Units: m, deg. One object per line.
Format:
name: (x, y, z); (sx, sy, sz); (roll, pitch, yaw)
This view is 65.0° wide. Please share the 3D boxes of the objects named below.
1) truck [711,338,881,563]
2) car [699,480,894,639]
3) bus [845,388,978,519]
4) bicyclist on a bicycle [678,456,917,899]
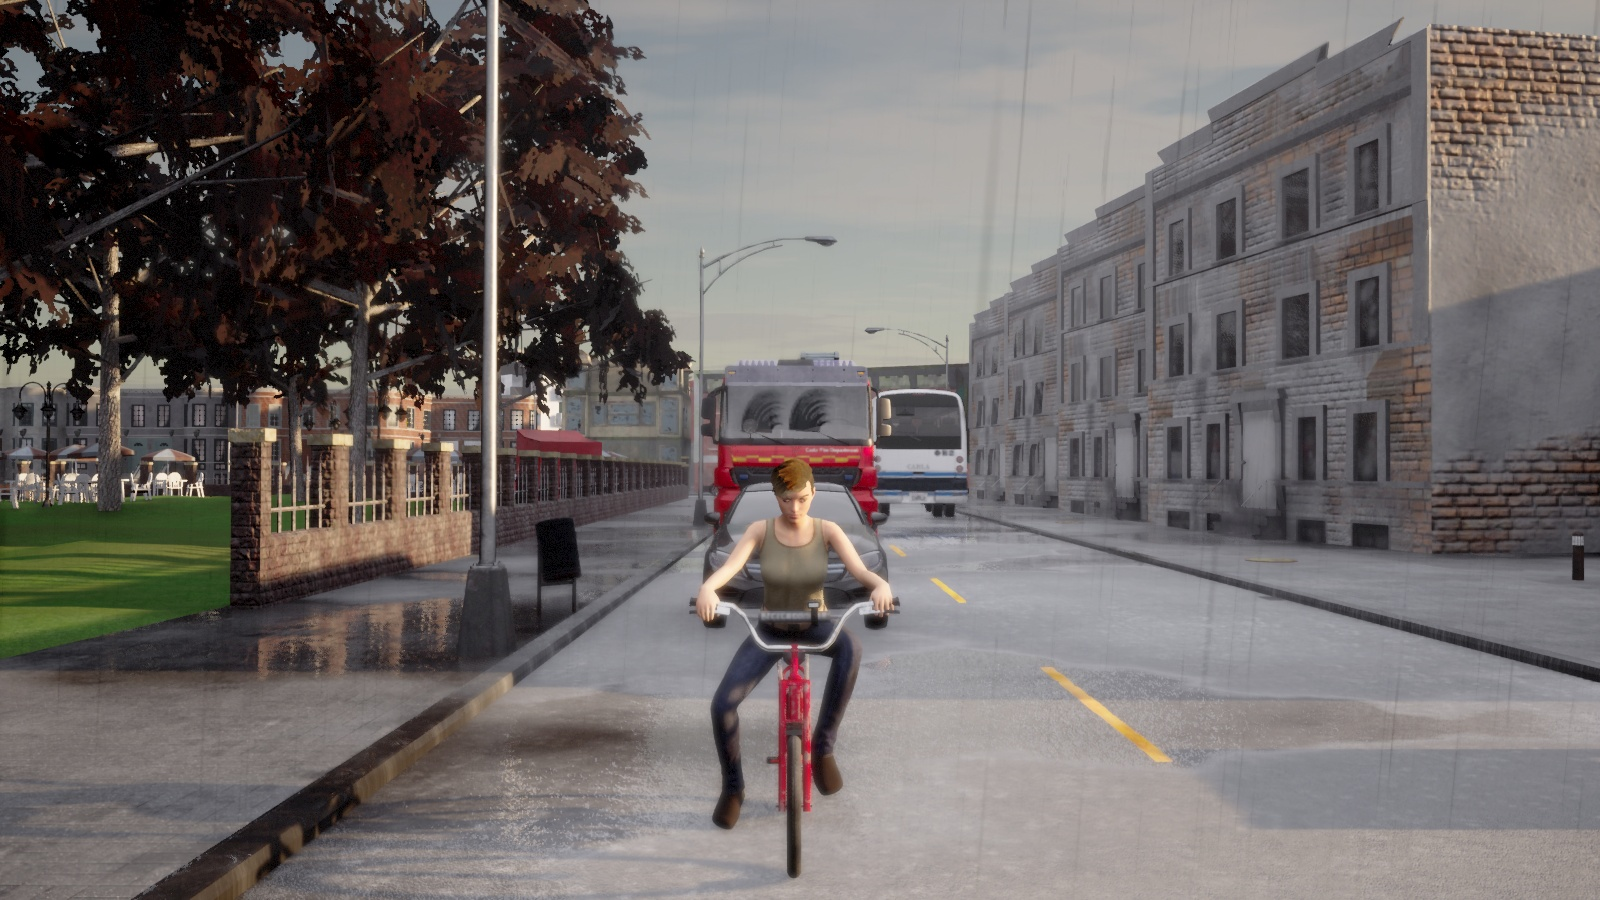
truck: (-0.086, 0.079, 25.617); (2.891, 3.827, 8.468); (0, -1, 0)
car: (-0.041, 1.076, 14.025); (1.812, 1.442, 4.674); (0, -1, 0)
bus: (3.826, 0.198, 46.261); (3.944, 4.253, 10.273); (0, -1, 0)
bicyclist on a bicycle: (-0.018, 0.841, 5.330); (0.866, 1.612, 1.509); (0, -1, -1)
